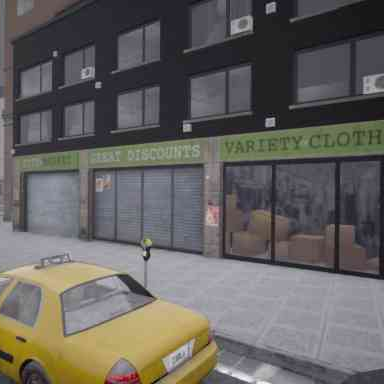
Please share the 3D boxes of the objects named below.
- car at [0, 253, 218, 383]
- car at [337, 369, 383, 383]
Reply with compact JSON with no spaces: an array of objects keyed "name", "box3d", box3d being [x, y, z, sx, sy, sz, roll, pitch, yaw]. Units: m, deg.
[{"name":"car","box3d":[-2.003,1.524,4.510,4.829,1.417,1.752,0,1,35]},{"name":"car","box3d":[2.689,1.551,1.177,4.403,1.369,2.008,0,1,35]}]
